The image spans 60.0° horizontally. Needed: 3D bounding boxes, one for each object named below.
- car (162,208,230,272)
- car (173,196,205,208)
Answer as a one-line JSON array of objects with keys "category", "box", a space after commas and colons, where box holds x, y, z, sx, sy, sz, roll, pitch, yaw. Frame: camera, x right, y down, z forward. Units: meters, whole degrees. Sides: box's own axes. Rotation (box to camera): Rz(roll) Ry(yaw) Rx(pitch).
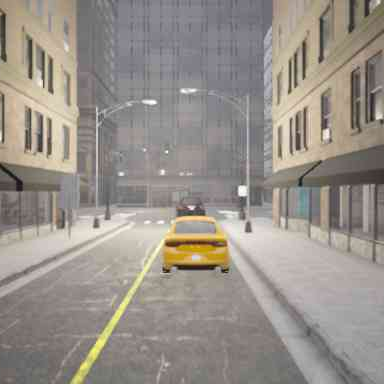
[{"category": "car", "box": [0.103, 1.523, 10.953, 1.882, 1.535, 5.008, 0, 0, 0]}, {"category": "car", "box": [-0.282, 1.340, 27.034, 2.150, 2.045, 5.566, 0, 0, -6]}]
